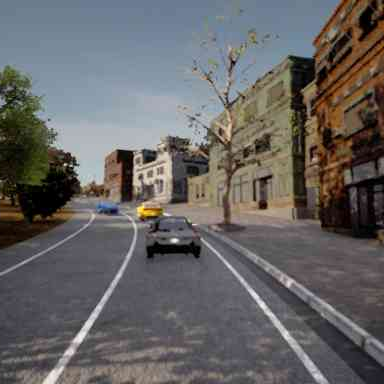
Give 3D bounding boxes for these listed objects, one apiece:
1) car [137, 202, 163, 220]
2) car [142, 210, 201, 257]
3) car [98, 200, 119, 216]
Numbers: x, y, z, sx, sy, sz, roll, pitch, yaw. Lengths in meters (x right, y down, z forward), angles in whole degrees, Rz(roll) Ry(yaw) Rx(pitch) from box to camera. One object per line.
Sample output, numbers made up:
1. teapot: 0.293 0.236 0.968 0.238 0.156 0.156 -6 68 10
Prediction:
1. car: -3.774 1.647 29.591 1.882 1.535 5.008 1 -1 -14
2. car: -0.815 1.630 13.270 1.994 1.385 4.181 1 0 -6
3. car: -8.656 1.593 34.320 1.882 1.535 5.008 2 -1 -17
